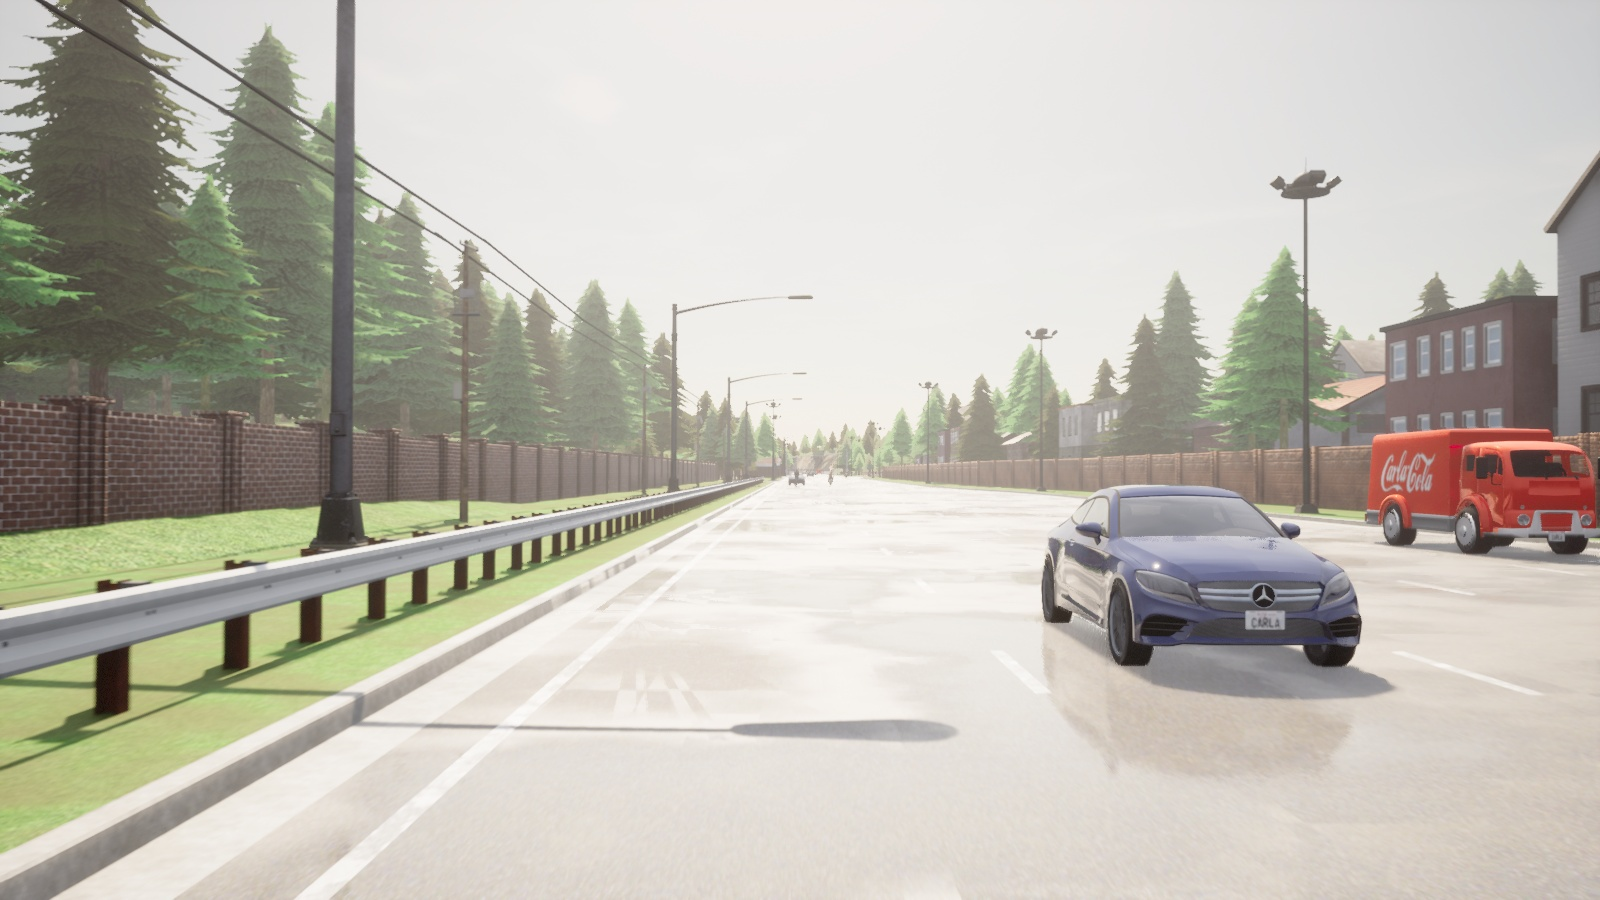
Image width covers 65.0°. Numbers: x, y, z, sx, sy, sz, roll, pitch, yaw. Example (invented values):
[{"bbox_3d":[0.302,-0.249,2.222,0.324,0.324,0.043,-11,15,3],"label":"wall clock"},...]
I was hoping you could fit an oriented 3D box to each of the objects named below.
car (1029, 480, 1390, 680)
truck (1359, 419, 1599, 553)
[{"bbox_3d":[3.472,1.022,11.689,1.812,1.442,4.674,0,-1,0],"label":"car"},{"bbox_3d":[13.936,0.703,25.730,2.627,2.467,5.204,0,-1,0],"label":"truck"}]
